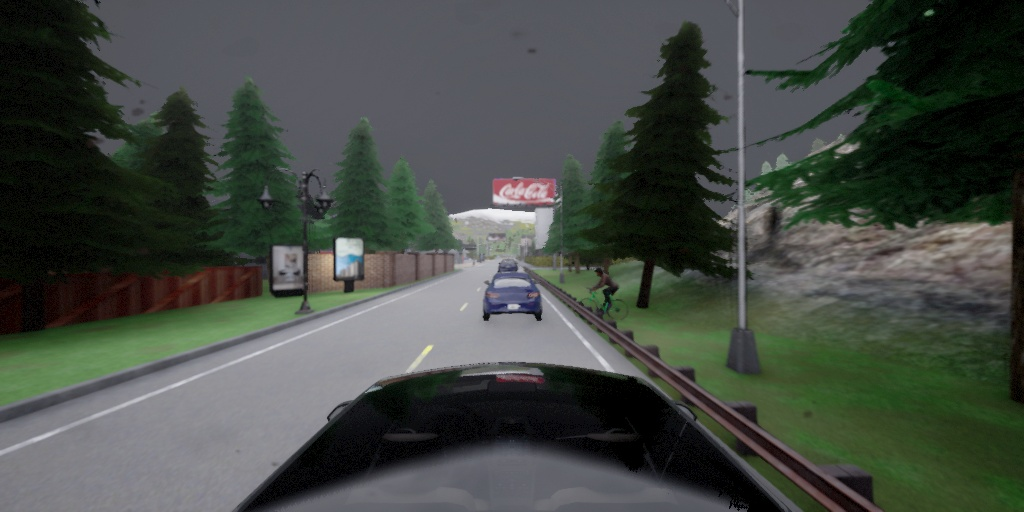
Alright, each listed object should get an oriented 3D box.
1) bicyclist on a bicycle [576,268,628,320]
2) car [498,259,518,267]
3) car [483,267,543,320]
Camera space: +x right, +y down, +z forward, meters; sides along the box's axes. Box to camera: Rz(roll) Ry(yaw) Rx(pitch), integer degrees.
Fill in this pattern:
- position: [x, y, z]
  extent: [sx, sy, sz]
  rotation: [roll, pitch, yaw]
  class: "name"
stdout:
- position: [2.842, 1.210, 11.199]
  extent: [1.656, 1.620, 0.582]
  rotation: [2, 0, -1]
  class: "bicyclist on a bicycle"
- position: [-0.396, 1.083, 38.132]
  extent: [2.097, 1.767, 4.553]
  rotation: [0, 0, 0]
  class: "car"
- position: [0.003, 1.270, 12.443]
  extent: [1.812, 1.442, 4.674]
  rotation: [0, 0, -1]
  class: "car"
